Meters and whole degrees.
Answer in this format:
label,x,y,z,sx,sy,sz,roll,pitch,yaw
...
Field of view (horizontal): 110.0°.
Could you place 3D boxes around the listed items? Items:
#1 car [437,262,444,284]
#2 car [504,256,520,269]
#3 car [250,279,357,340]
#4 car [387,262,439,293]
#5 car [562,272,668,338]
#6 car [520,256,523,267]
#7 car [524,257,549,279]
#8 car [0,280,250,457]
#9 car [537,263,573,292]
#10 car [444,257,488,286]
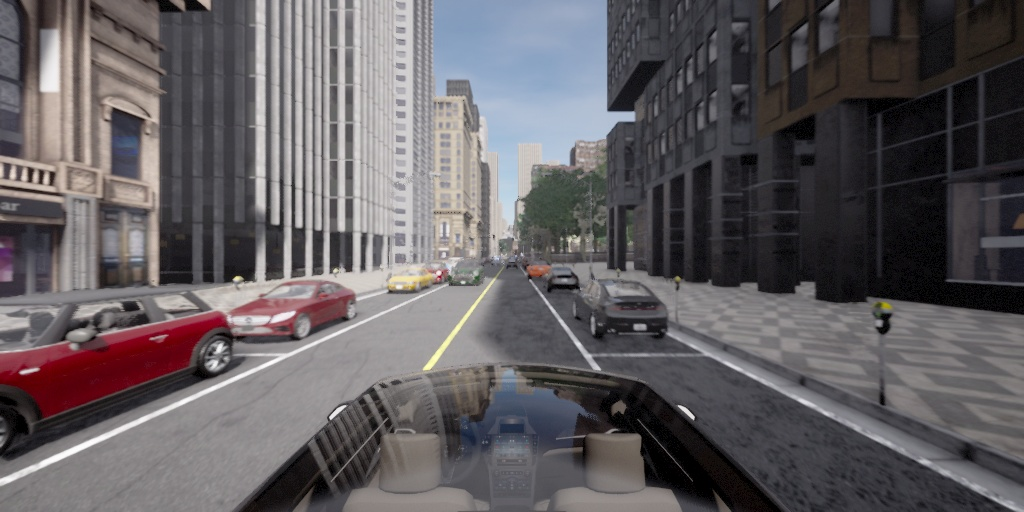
label,x,y,z,sx,sy,sz,roll,pitch,yaw
car,-5.762,1.174,26.386,1.967,1.591,4.097,0,0,0
car,0.030,1.219,54.234,1.837,1.490,4.892,0,0,1
car,-5.762,1.329,9.922,1.802,1.307,4.207,0,0,0
car,-5.762,1.264,20.728,1.751,1.417,4.829,0,0,0
car,2.763,1.297,9.915,2.007,1.370,4.403,0,0,0
car,2.763,1.028,53.809,2.192,1.841,5.009,0,0,0
car,2.388,1.083,31.639,2.097,1.767,4.553,0,0,0
car,-5.762,1.189,4.434,1.967,1.591,4.097,0,0,0
car,2.763,1.305,20.888,1.948,1.339,4.313,0,0,0
car,-3.095,1.088,24.956,2.097,1.767,4.553,0,0,0
